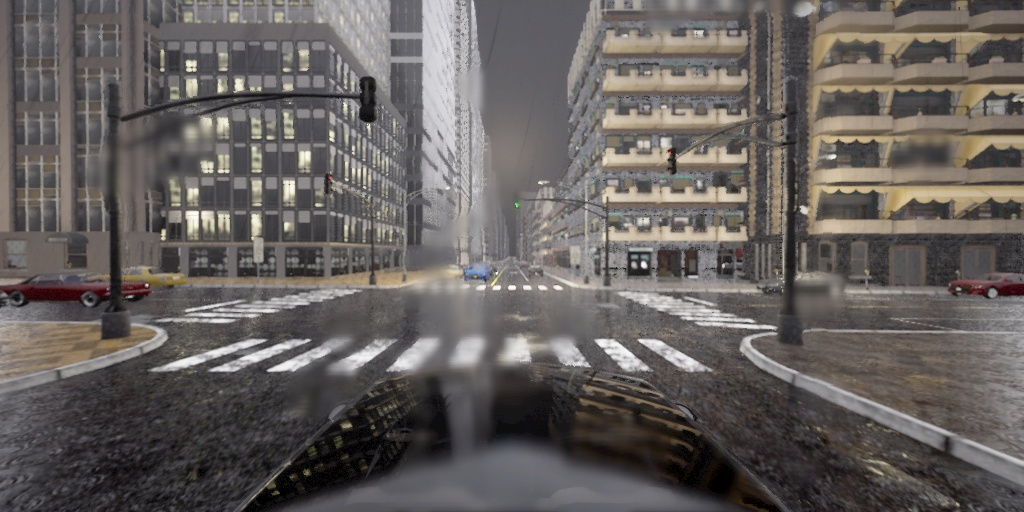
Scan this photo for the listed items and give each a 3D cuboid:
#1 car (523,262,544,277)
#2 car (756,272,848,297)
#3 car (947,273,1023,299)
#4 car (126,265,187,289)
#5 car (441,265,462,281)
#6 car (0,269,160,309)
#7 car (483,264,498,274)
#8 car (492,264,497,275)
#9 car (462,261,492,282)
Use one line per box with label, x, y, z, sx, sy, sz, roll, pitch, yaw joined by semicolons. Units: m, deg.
car;2.641;1.667;40.721;2.007;1.370;4.403;0;0;0
car;16.286;1.555;20.268;4.403;1.370;2.007;0;0;1
car;27.352;1.640;20.126;4.507;1.381;1.888;0;0;1
car;-21.690;1.214;20.721;4.829;1.417;1.751;0;0;1
car;-5.732;1.589;34.886;1.751;1.417;4.829;0;0;0
car;-18.040;1.360;14.915;4.718;1.301;1.895;0;0;1
car;-3.153;1.831;52.677;1.895;1.301;4.718;0;-1;0
car;-3.142;1.624;42.389;2.128;1.511;4.902;0;-1;0
car;-3.130;1.519;32.698;1.882;1.535;5.008;0;-1;-1
